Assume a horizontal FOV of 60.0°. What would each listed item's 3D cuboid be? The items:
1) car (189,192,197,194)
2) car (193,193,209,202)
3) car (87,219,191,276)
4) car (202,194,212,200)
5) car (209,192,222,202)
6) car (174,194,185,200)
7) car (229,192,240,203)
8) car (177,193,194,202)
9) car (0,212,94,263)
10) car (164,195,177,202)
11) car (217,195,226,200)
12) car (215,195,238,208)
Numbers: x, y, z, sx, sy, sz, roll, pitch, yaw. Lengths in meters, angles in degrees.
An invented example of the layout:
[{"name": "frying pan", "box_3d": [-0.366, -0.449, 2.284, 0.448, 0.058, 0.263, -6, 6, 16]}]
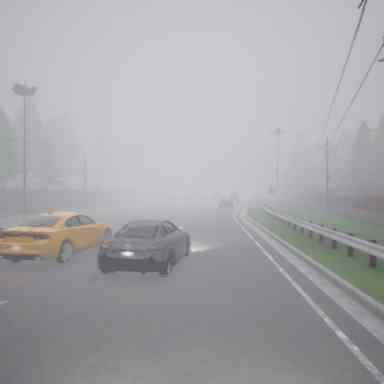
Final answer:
[{"name": "car", "box_3d": [0.334, 0.911, 82.266, 2.150, 2.045, 5.566, 0, 0, 10]}, {"name": "car", "box_3d": [2.078, 1.417, 71.785, 1.994, 1.385, 4.181, 0, 0, 10]}, {"name": "car", "box_3d": [-1.293, 1.545, 10.454, 1.994, 1.385, 4.181, 0, 0, 10]}, {"name": "car", "box_3d": [3.778, 1.188, 81.642, 1.837, 1.490, 4.892, 0, 0, 10]}, {"name": "car", "box_3d": [5.461, 1.091, 70.808, 2.150, 2.045, 5.566, 0, 0, 10]}, {"name": "car", "box_3d": [-3.120, 1.209, 82.832, 1.812, 1.442, 4.674, 0, 0, 10]}, {"name": "car", "box_3d": [8.404, 1.103, 66.685, 2.150, 2.045, 5.566, 0, 0, 10]}, {"name": "car", "box_3d": [-1.366, 1.459, 72.409, 1.895, 1.301, 4.718, 0, 0, 10]}, {"name": "car", "box_3d": [-4.586, 1.456, 11.960, 1.882, 1.535, 5.008, 0, 0, 10]}, {"name": "car", "box_3d": [-4.820, 1.387, 72.974, 1.812, 1.442, 4.674, 0, 0, 10]}, {"name": "car", "box_3d": [7.232, 1.284, 81.077, 1.895, 1.301, 4.718, 0, 0, 10]}, {"name": "car", "box_3d": [4.749, 1.467, 45.491, 2.033, 1.411, 5.357, 0, 0, 10]}]
